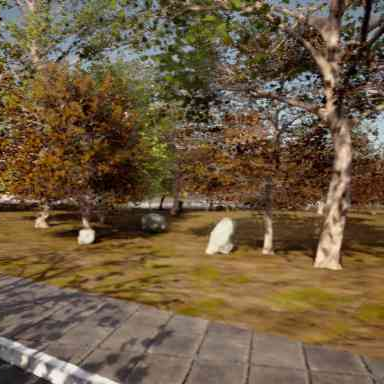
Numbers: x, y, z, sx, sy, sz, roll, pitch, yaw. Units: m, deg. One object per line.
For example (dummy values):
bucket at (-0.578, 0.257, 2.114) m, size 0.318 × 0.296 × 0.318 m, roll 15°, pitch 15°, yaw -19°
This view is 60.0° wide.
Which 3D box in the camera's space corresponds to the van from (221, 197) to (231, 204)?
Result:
van at (8.226, 2.442, 93.910) m, size 1.878 × 1.987 × 4.442 m, roll 4°, pitch 1°, yaw 42°

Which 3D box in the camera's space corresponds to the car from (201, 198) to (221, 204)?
car at (4.561, 2.244, 89.871) m, size 2.435 × 2.045 × 5.566 m, roll 4°, pitch 1°, yaw 42°
